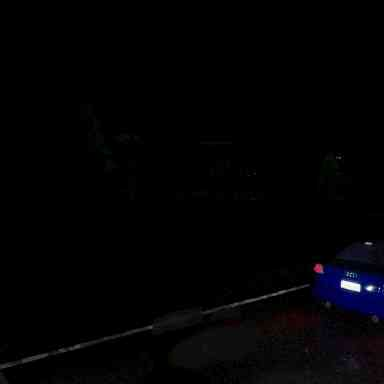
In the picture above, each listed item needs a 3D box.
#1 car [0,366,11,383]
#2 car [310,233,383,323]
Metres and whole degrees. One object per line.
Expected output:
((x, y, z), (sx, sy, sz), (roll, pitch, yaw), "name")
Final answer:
((-3.355, 1.601, 1.356), (4.718, 1.301, 1.895), (0, 0, -35), "car")
((4.322, 1.564, 6.825), (4.181, 1.385, 1.994), (0, 0, -36), "car")
